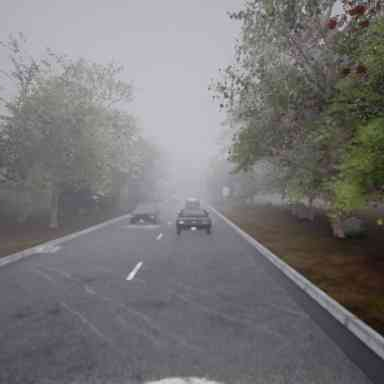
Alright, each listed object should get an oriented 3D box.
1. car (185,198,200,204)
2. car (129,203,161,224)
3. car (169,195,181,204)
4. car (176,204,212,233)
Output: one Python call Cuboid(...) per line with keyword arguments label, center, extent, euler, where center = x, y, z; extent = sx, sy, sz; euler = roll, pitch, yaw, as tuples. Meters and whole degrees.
Cuboid(label="car", center=(0.079, 1.482, 43.368), extent=(1.882, 1.535, 5.008), euler=(0, 0, 0))
Cuboid(label="car", center=(-3.360, 1.558, 24.914), extent=(2.033, 1.411, 5.357), euler=(0, 0, 0))
Cuboid(label="car", center=(-3.293, 1.331, 65.178), extent=(2.097, 1.767, 4.553), euler=(0, 0, 0))
Cuboid(label="car", center=(0.091, 1.610, 19.528), extent=(1.895, 1.301, 4.718), euler=(0, 0, 0))
